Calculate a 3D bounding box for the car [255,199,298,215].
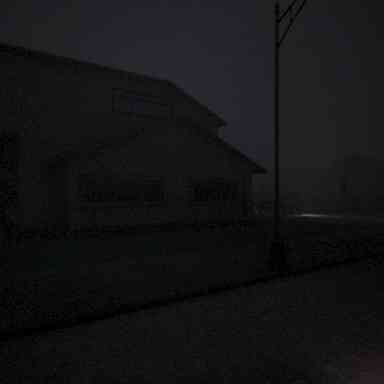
[{"bbox_3d":[8.763,1.505,34.814,1.837,1.490,4.892,0,0,-35],"label":"car"}]
